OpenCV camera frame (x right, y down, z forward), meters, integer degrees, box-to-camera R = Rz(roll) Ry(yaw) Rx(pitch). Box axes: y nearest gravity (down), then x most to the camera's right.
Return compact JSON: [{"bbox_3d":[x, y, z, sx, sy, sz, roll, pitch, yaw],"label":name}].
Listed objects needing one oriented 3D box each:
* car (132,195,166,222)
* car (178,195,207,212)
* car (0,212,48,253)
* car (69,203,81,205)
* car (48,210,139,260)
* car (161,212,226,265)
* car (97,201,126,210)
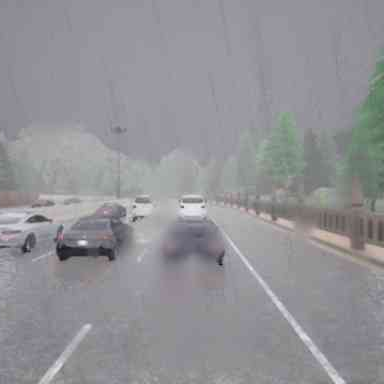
[{"bbox_3d":[-3.436,1.269,27.066,2.150,2.045,5.566,0,0,0],"label":"car"},{"bbox_3d":[0.064,1.269,27.139,2.150,2.045,5.566,0,0,0],"label":"car"},{"bbox_3d":[-6.930,1.549,13.716,1.812,1.442,4.674,0,0,0],"label":"car"},{"bbox_3d":[-17.767,1.589,49.395,1.837,1.490,4.892,0,-1,-2],"label":"car"},{"bbox_3d":[-3.435,1.583,12.506,1.994,1.385,4.181,0,0,0],"label":"car"},{"bbox_3d":[0.061,1.621,11.814,1.895,1.301,4.718,0,0,0],"label":"car"},{"bbox_3d":[-6.927,1.612,28.769,1.994,1.385,4.181,0,0,0],"label":"car"}]
